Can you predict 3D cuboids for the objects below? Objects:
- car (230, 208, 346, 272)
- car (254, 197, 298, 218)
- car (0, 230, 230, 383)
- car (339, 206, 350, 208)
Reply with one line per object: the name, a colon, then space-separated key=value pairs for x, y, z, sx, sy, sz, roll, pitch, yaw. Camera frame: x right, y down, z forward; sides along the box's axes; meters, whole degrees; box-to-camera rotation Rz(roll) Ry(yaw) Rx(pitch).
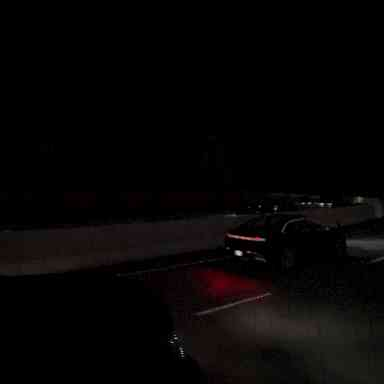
car: x=3.177 y=1.489 z=10.841 sx=4.902 sy=1.511 sz=2.128 roll=0 pitch=0 yaw=-39
car: x=7.749 y=1.344 z=30.396 sx=2.097 sy=1.767 sz=4.553 roll=0 pitch=0 yaw=40
car: x=-2.623 y=1.221 z=2.036 sx=5.566 sy=2.045 sz=2.150 roll=0 pitch=0 yaw=-34
car: x=16.102 y=1.552 z=35.583 sx=1.994 sy=1.385 sz=4.181 roll=0 pitch=0 yaw=35
